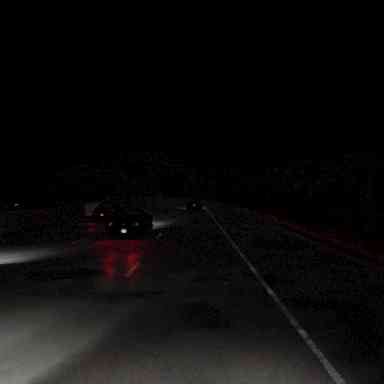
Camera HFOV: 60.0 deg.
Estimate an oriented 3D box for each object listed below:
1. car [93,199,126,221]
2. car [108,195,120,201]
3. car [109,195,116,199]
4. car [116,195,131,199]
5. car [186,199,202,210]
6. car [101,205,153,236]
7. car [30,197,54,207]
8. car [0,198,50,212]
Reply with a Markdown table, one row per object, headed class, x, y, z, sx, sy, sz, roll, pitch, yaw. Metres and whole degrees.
| class | x | y | z | sx | sy | sz | roll | pitch | yaw |
| --- | --- | --- | --- | --- | --- | --- | --- | --- | --- |
| car | -6.795 | 1.541 | 27.471 | 1.812 | 1.442 | 4.674 | 0 | 0 | 0 |
| car | -20.654 | 1.586 | 88.209 | 1.882 | 1.535 | 5.008 | 0 | 0 | 0 |
| car | -17.197 | 1.571 | 77.363 | 1.882 | 1.535 | 5.008 | 0 | 0 | 0 |
| car | -13.731 | 1.622 | 68.746 | 1.994 | 1.385 | 4.181 | 0 | 0 | 0 |
| car | 0.267 | 1.594 | 42.989 | 1.994 | 1.385 | 4.181 | 0 | 0 | 0 |
| car | -3.331 | 1.612 | 18.543 | 1.895 | 1.301 | 4.718 | 0 | 0 | 0 |
| car | -17.451 | 1.369 | 36.471 | 2.097 | 1.767 | 4.553 | 0 | 0 | 0 |
| car | -13.994 | 1.503 | 27.206 | 2.128 | 1.511 | 4.902 | 0 | 0 | 0 |
